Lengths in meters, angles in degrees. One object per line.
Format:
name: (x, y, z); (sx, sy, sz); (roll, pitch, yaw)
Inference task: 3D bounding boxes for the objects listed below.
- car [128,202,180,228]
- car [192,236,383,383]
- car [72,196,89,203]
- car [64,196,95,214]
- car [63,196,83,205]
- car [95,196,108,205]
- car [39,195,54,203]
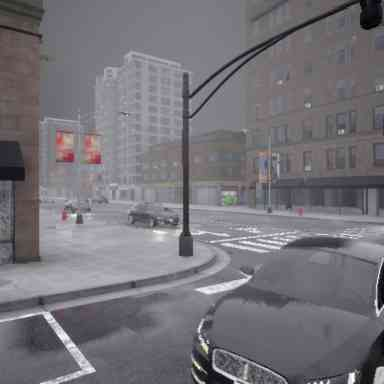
car: (-2.665, 1.477, 22.261); (1.837, 1.490, 4.892); (0, 1, -36)
car: (1.997, 1.507, 4.819); (1.837, 1.490, 4.892); (5, 3, 39)
car: (-22.243, 1.452, 66.324); (1.994, 1.385, 4.181); (0, 0, -36)
car: (-12.338, 1.475, 35.651); (1.812, 1.442, 4.674); (0, 0, -36)
car: (-21.407, 1.451, 59.638); (2.033, 1.411, 5.357); (0, 0, -36)
car: (-16.158, 1.411, 57.909); (1.837, 1.490, 4.892); (0, 0, -36)
car: (-21.467, 1.104, 48.439); (1.812, 1.442, 4.674); (0, 0, -36)
